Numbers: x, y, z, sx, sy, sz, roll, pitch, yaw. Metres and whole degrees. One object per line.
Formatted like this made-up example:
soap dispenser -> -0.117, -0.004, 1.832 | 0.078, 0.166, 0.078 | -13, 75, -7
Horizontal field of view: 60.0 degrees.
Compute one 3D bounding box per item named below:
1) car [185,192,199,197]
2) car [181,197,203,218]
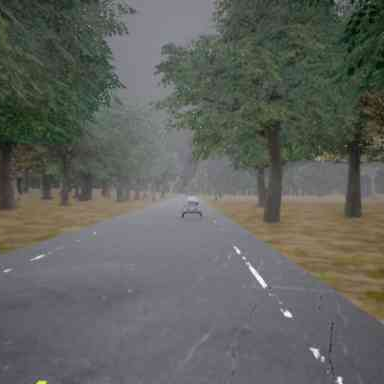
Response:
car -> -0.026, 1.103, 59.970 | 2.150, 2.045, 5.566 | 0, 0, 0
car -> -0.013, 1.436, 29.421 | 2.033, 1.411, 5.357 | 0, 0, 0
